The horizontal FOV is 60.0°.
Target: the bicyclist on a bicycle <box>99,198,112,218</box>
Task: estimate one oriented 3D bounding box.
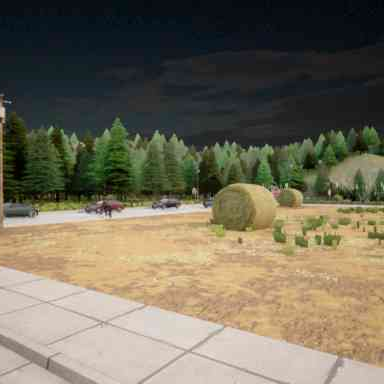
[{"bbox_3d":[-7.049,1.327,27.042,1.656,1.620,0.582,0,0,36],"label":"bicyclist on a bicycle"}]

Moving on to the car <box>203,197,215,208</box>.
[{"bbox_3d":[3.489,1.518,47.795,2.128,1.511,4.902,0,0,37],"label":"car"}]

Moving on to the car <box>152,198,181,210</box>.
[{"bbox_3d":[-3.386,1.552,44.573,1.812,1.442,4.674,0,0,37],"label":"car"}]

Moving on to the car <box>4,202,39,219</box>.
[{"bbox_3d":[-15.382,1.590,28.356,1.994,1.385,4.181,0,0,36],"label":"car"}]

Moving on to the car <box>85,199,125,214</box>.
[{"bbox_3d":[-9.468,1.552,36.347,1.812,1.442,4.674,0,0,36],"label":"car"}]
